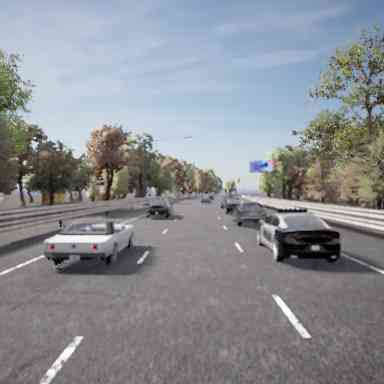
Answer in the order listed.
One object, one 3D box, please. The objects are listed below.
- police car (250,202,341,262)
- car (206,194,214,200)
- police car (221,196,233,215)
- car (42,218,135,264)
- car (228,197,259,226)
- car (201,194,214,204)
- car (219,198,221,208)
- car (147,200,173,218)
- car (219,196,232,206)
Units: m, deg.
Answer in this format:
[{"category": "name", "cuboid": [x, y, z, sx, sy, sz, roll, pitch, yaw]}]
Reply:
[{"category": "police car", "cuboid": [3.609, 1.403, 12.187, 1.930, 1.638, 5.238, 0, 0, 1]}, {"category": "car", "cuboid": [4.569, 1.279, 83.858, 1.837, 1.490, 4.892, 0, 0, 6]}, {"category": "police car", "cuboid": [4.286, 1.375, 33.931, 1.930, 1.638, 5.238, 0, 0, 3]}, {"category": "car", "cuboid": [-3.289, 1.575, 11.649, 1.895, 1.301, 4.718, 0, 0, 1]}, {"category": "car", "cuboid": [3.869, 1.391, 22.952, 2.033, 1.649, 4.856, 0, 0, 2]}, {"category": "car", "cuboid": [2.662, 1.479, 64.015, 2.033, 1.411, 5.357, 0, 0, 5]}, {"category": "car", "cuboid": [4.845, 1.294, 44.654, 2.097, 1.767, 4.553, 0, 0, 3]}, {"category": "car", "cuboid": [-2.788, 1.454, 29.443, 1.837, 1.490, 4.892, 0, 0, 2]}, {"category": "car", "cuboid": [5.563, 1.427, 55.539, 2.128, 1.511, 4.902, 0, 0, 4]}]
